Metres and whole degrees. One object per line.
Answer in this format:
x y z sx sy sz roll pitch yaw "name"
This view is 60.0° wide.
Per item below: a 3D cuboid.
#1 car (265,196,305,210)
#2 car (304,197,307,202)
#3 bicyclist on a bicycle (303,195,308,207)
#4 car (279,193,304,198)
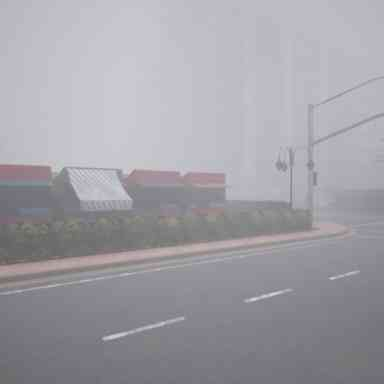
8.693 1.458 34.008 1.812 1.442 4.674 0 1 -36 "car"
19.030 1.090 59.142 1.905 1.878 3.866 0 0 -36 "car"
15.563 1.227 44.947 1.656 1.620 0.582 0 0 -36 "bicyclist on a bicycle"
16.639 1.091 57.430 1.905 1.878 3.866 0 0 -36 "car"
